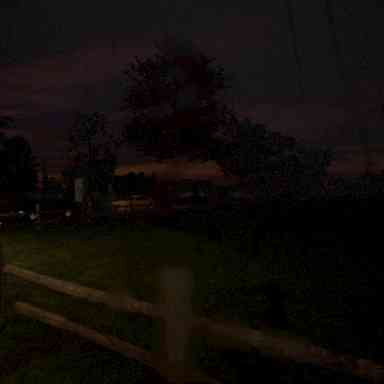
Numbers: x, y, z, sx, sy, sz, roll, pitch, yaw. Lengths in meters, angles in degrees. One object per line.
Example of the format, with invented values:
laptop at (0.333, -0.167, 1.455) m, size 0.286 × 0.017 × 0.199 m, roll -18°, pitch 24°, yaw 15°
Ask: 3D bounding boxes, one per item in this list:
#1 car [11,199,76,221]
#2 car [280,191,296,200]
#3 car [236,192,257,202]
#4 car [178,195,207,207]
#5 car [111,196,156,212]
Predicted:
car at (-11.413, 1.317, 25.843) m, size 1.837 × 1.490 × 4.892 m, roll 0°, pitch 1°, yaw 37°
car at (17.083, 0.565, 59.320) m, size 1.837 × 1.490 × 4.892 m, roll 0°, pitch 0°, yaw 36°
car at (8.848, 0.711, 53.014) m, size 1.882 × 1.535 × 5.008 m, roll 0°, pitch 1°, yaw 37°
car at (0.086, 1.042, 41.315) m, size 1.994 × 1.385 × 4.181 m, roll 0°, pitch 1°, yaw 38°
car at (-5.812, 1.125, 33.392) m, size 1.882 × 1.535 × 5.008 m, roll 0°, pitch 1°, yaw 37°
